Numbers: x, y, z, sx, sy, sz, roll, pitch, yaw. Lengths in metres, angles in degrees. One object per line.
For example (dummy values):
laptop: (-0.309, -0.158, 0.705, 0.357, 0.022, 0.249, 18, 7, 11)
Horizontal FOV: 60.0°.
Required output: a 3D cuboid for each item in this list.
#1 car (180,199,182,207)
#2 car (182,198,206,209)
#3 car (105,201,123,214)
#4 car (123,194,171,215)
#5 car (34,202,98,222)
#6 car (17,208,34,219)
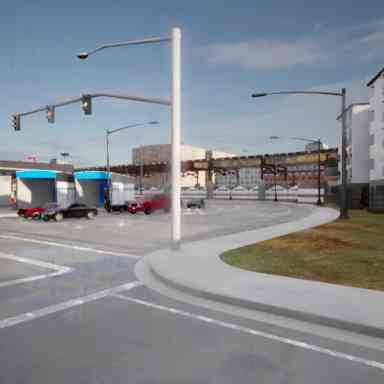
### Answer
car: (-2.588, 1.547, 47.941, 2.033, 1.411, 5.357, 0, 0, 12)
car: (0.651, 1.547, 46.444, 2.033, 1.411, 5.357, 0, 0, 13)
car: (-7.224, 1.600, 36.286, 1.895, 1.301, 4.718, 0, 0, 30)
car: (-4.245, 1.218, 34.481, 2.150, 2.045, 5.566, 0, 0, 30)
car: (-9.700, 1.525, 26.544, 1.812, 1.442, 4.674, 0, 0, 36)
car: (-12.405, 1.600, 28.724, 1.895, 1.301, 4.718, 0, 0, 37)
